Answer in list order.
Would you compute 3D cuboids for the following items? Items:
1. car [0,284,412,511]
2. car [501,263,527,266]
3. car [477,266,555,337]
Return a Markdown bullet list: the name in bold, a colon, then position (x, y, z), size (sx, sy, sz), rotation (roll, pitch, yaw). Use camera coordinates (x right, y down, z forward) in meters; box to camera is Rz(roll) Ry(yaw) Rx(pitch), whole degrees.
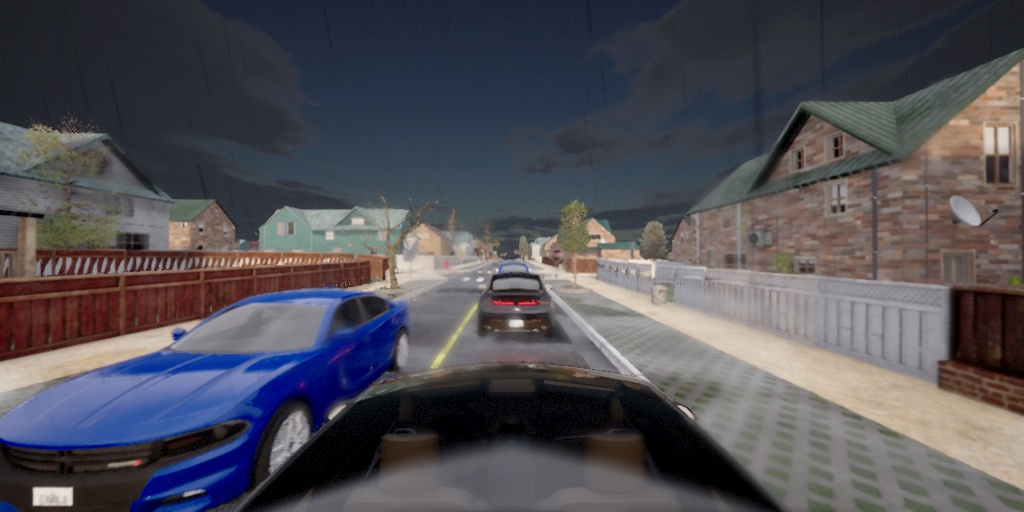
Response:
- **car**: position (-2.809, 1.205, 4.705), size (1.882, 1.535, 5.008), rotation (0, 0, 0)
- **car**: position (0.095, 1.104, 19.696), size (1.882, 1.535, 5.008), rotation (0, 0, 0)
- **car**: position (0.098, 1.194, 10.059), size (1.837, 1.490, 4.892), rotation (0, 0, 0)
